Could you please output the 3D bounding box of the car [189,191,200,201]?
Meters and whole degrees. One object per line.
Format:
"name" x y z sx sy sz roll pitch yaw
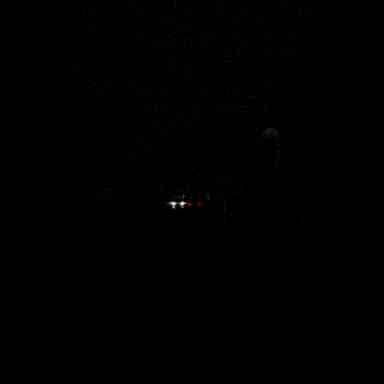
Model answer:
"car" 0.511 0.790 63.555 2.097 1.767 4.553 0 0 0

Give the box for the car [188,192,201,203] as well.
"car" 0.433 1.044 53.568 1.812 1.442 4.674 0 0 0

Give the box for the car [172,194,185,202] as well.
"car" -2.283 1.010 57.788 1.812 1.442 4.674 0 0 0
